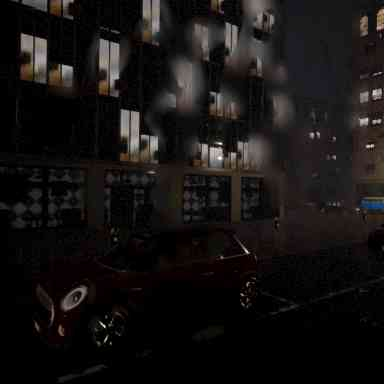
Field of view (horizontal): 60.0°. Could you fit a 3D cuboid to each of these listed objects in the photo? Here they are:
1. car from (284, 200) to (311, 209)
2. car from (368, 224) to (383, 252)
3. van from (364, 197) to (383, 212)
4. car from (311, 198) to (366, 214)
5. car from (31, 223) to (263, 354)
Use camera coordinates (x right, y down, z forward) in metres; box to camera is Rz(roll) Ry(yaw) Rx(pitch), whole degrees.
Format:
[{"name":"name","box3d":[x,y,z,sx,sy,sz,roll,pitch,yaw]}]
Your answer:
[{"name":"car","box3d":[15.697,1.787,48.854,1.752,1.417,4.829,0,-1,-35]},{"name":"car","box3d":[8.406,1.567,12.545,4.313,1.339,1.947,0,1,-35]},{"name":"van","box3d":[22.128,1.524,39.601,1.690,1.788,3.998,0,-1,-35]},{"name":"car","box3d":[15.243,1.620,34.821,2.008,1.369,4.403,0,-1,-35]},{"name":"car","box3d":[-0.669,1.441,6.068,4.097,1.590,1.967,0,1,-35]}]
